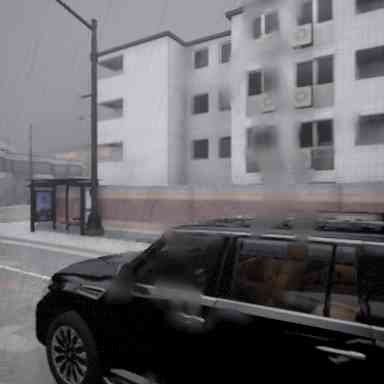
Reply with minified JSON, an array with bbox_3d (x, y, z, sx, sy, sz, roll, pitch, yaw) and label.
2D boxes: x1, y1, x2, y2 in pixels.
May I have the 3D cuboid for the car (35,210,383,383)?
[{"bbox_3d":[0.670,1.221,3.483,5.566,2.045,2.150,0,0,36],"label":"car"}]
